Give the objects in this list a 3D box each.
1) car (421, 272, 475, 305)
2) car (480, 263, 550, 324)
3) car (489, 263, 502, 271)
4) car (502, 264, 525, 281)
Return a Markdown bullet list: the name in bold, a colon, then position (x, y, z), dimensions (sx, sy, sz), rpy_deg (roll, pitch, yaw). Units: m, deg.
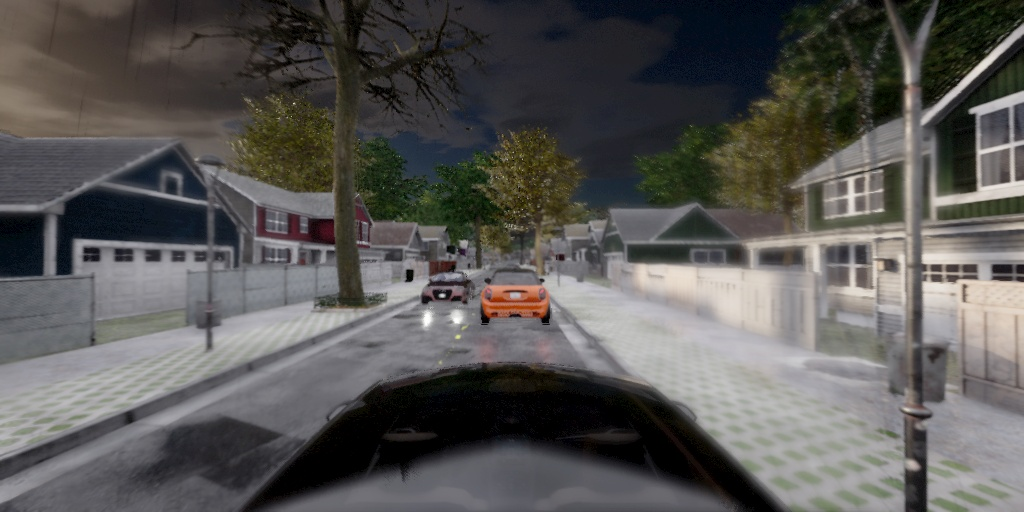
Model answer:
- **car**: position (-2.844, 1.432, 16.622), dimensions (1.994, 1.385, 4.181), rpy_deg (0, 0, 0)
- **car**: position (0.099, 1.186, 12.488), dimensions (2.097, 1.767, 4.553), rpy_deg (0, 0, 0)
- **car**: position (-2.772, 1.839, 59.745), dimensions (1.895, 1.301, 4.718), rpy_deg (0, -1, 1)
- **car**: position (0.113, 1.568, 35.024), dimensions (2.033, 1.411, 5.357), rpy_deg (0, 0, 0)
